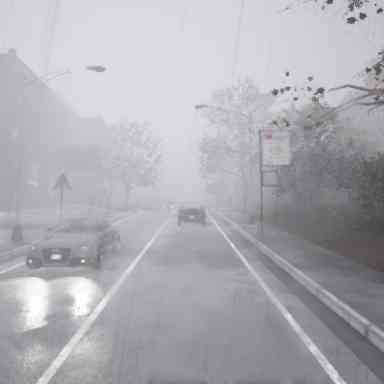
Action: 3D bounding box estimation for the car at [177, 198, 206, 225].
[{"bbox_3d":[-0.026,1.434,23.573,1.882,1.535,5.008,0,0,0],"label":"car"}]

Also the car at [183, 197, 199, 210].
[{"bbox_3d":[-0.130,1.448,41.699,1.812,1.442,4.674,0,0,0],"label":"car"}]

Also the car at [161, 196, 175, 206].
[{"bbox_3d":[-3.857,1.429,54.143,1.812,1.442,4.674,0,0,0],"label":"car"}]

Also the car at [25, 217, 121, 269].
[{"bbox_3d":[-3.654,1.547,10.928,1.994,1.385,4.181,0,0,0],"label":"car"}]
